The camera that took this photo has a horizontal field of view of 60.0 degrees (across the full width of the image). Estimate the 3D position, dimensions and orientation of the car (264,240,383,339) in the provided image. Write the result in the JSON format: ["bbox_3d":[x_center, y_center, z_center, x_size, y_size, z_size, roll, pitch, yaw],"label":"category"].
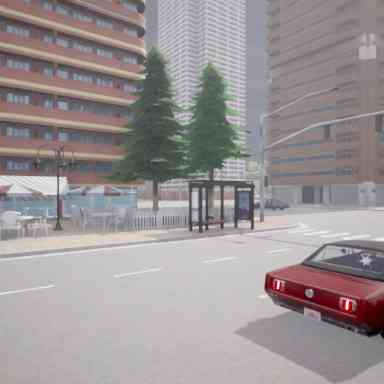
[{"bbox_3d":[3.663,1.601,6.421,4.718,1.301,1.895,0,0,-36],"label":"car"}]

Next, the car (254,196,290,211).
[{"bbox_3d":[9.973,1.603,42.737,2.033,1.411,5.357,0,0,-36],"label":"car"}]
